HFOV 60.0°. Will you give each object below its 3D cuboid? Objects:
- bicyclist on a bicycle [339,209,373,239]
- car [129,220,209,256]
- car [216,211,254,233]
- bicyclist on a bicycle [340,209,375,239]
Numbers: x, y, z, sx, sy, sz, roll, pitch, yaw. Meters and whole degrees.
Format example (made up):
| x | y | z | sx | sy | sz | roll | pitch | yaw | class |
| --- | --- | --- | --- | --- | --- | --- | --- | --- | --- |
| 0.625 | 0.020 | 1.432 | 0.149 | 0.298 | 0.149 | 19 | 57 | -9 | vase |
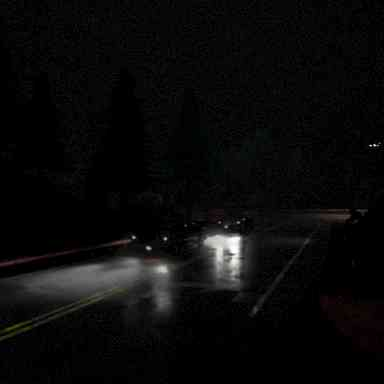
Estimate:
| x | y | z | sx | sy | sz | roll | pitch | yaw | class |
| --- | --- | --- | --- | --- | --- | --- | --- | --- | --- |
| 8.963 | 1.776 | 18.365 | 1.656 | 1.620 | 0.582 | 0 | -2 | 3 | bicyclist on a bicycle |
| -0.866 | 1.985 | 15.247 | 1.895 | 1.301 | 4.718 | -1 | -2 | 23 | car |
| 3.312 | 2.164 | 24.796 | 2.128 | 1.511 | 4.902 | -1 | -2 | 24 | car |
| 9.413 | 1.794 | 18.953 | 1.656 | 1.620 | 0.582 | -1 | -2 | 10 | bicyclist on a bicycle |
